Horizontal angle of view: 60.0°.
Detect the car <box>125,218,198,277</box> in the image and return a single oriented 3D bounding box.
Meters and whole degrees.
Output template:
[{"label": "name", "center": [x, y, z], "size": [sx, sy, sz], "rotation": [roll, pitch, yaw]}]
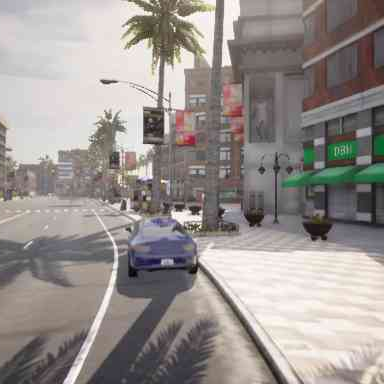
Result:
[{"label": "car", "center": [-1.034, 1.515, 10.202], "size": [1.812, 1.442, 4.674], "rotation": [0, 0, -11]}]
